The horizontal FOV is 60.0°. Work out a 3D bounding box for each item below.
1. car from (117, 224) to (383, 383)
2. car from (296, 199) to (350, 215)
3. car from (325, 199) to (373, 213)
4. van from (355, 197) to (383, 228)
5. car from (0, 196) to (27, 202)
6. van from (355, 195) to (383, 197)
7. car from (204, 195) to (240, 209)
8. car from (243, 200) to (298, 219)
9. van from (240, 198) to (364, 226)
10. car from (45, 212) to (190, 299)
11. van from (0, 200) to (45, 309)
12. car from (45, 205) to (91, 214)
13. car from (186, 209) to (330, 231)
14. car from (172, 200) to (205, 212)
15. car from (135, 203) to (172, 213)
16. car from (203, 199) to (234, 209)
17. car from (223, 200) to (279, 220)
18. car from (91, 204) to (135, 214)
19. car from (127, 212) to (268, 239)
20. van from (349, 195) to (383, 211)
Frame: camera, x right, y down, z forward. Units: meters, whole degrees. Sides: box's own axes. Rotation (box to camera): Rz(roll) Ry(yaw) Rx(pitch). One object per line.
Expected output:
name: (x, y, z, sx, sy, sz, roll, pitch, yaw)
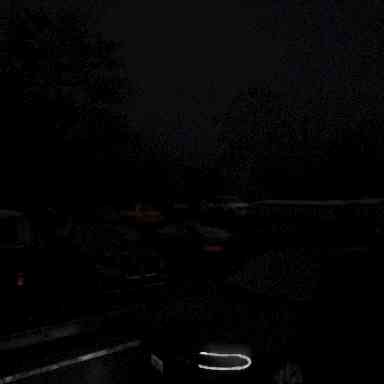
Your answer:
car: (1.672, 1.498, 4.884, 5.008, 1.535, 1.882, 0, 0, -36)
car: (14.369, 1.578, 36.752, 1.946, 1.575, 5.366, 0, 0, -36)
car: (18.790, 1.612, 40.115, 2.163, 1.488, 4.792, 0, 0, -36)
van: (6.756, 1.344, 15.281, 1.878, 1.987, 4.442, 0, 0, -36)
car: (-10.536, 1.277, 19.084, 2.435, 2.045, 5.566, 0, 0, -36)
van: (11.179, 1.347, 18.740, 1.878, 1.987, 4.442, 0, 0, -36)
car: (3.001, 1.324, 28.792, 2.435, 2.045, 5.566, 0, 0, -36)
car: (7.492, 1.578, 32.055, 2.097, 1.535, 5.008, 0, 0, -36)
van: (4.343, 1.338, 13.838, 1.878, 1.987, 4.442, 0, 0, -36)
car: (-2.430, 1.530, 8.844, 2.231, 1.521, 4.892, 0, 0, -36)
van: (-4.775, 1.286, 7.298, 1.878, 1.987, 4.442, 0, 0, -36)
car: (-8.316, 1.574, 20.746, 2.163, 1.488, 4.792, 0, 0, -36)
car: (2.116, 1.587, 12.133, 2.163, 1.488, 4.792, 0, 0, -36)
car: (-1.525, 1.571, 25.575, 2.097, 1.535, 5.008, 0, 0, -36)
car: (-3.892, 1.562, 24.111, 1.946, 1.575, 5.366, 0, 0, -36)
car: (0.733, 1.576, 27.193, 2.231, 1.521, 4.892, 0, 0, -36)
car: (5.237, 1.576, 30.437, 2.097, 1.535, 5.008, 0, 0, -36)
car: (-6.020, 1.589, 22.321, 2.163, 1.488, 4.792, 0, 0, -36)
car: (-0.147, 1.585, 10.470, 2.002, 1.452, 4.674, 0, 0, -36)
van: (23.215, 1.359, 43.469, 1.878, 1.987, 4.442, 0, 0, -36)
